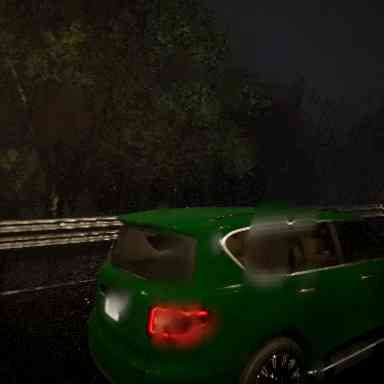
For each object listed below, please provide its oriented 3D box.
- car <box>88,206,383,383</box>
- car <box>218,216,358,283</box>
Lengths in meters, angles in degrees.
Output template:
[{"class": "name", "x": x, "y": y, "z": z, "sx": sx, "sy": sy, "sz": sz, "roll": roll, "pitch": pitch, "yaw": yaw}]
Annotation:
[{"class": "car", "x": 1.407, "y": 1.222, "z": 4.766, "sx": 5.566, "sy": 2.045, "sz": 2.150, "roll": 0, "pitch": 0, "yaw": -36}, {"class": "car", "x": 3.055, "y": 1.566, "z": 10.270, "sx": 4.181, "sy": 1.385, "sz": 1.994, "roll": 0, "pitch": 0, "yaw": -36}]
